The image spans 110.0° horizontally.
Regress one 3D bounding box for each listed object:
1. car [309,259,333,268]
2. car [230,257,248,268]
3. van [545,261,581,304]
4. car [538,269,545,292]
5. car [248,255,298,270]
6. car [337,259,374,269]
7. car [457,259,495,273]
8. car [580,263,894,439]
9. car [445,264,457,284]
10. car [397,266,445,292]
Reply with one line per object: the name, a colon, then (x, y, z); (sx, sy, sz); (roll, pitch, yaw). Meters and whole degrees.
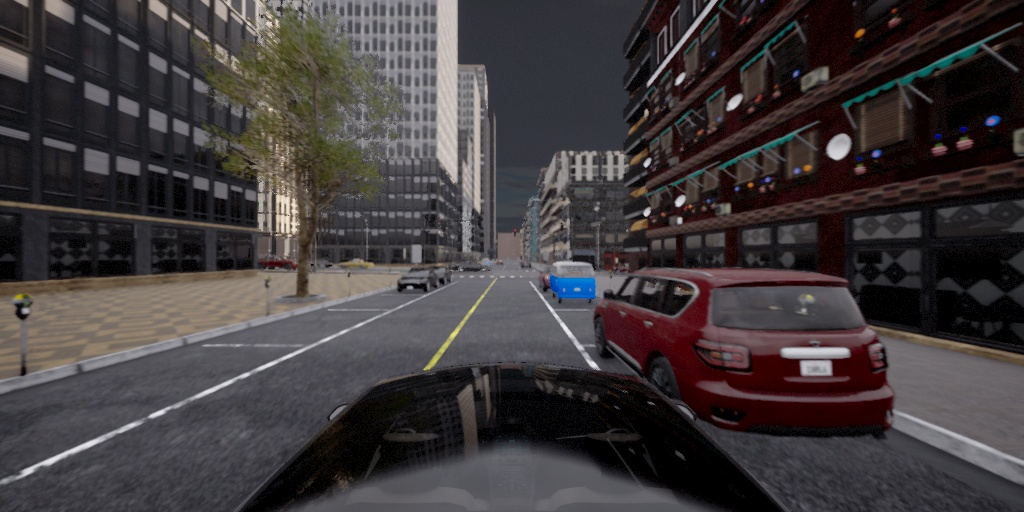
car: (-27.483, 1.039, 50.404); (4.313, 1.339, 1.948); (0, 0, -1)
car: (-33.000, 0.922, 41.961); (4.313, 1.339, 1.948); (0, 0, -1)
van: (2.692, 1.157, 16.653); (1.690, 1.789, 3.998); (0, 0, 0)
car: (2.693, 1.281, 22.203); (1.967, 1.591, 4.097); (0, 0, 0)
car: (-27.381, 0.775, 42.023); (5.009, 1.841, 2.192); (0, 0, -1)
car: (-22.038, 1.104, 50.552); (4.829, 1.417, 1.751); (0, 0, -1)
car: (-4.896, 1.443, 44.964); (4.892, 1.490, 1.837); (1, 0, -1)
car: (2.690, 1.082, 5.550); (2.192, 1.841, 5.009); (0, 0, 0)
car: (-5.687, 1.432, 27.450); (1.948, 1.339, 4.313); (0, 0, 0)
car: (-5.688, 1.408, 22.203); (1.948, 1.339, 4.313); (0, 0, 0)
